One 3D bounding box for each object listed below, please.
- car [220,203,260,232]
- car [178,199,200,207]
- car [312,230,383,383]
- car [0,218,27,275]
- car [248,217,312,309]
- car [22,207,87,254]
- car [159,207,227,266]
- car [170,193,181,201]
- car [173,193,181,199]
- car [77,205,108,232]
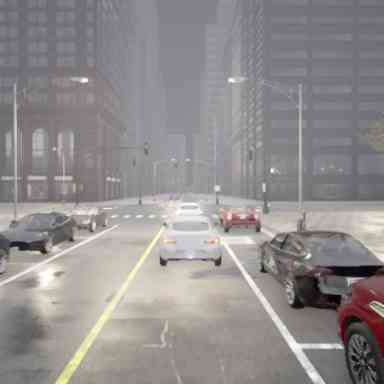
[{"bbox_3d":[2.578,1.306,18.841,1.967,1.590,4.097,0,0,-1],"label":"car"},{"bbox_3d":[-0.206,1.382,21.251,1.812,1.442,4.674,0,0,-1],"label":"car"},{"bbox_3d":[2.753,1.295,1.933,2.192,1.841,5.009,0,0,-1],"label":"car"},{"bbox_3d":[-5.829,1.527,7.480,1.947,1.339,4.313,0,0,-1],"label":"car"},{"bbox_3d":[2.696,1.507,7.571,1.947,1.339,4.313,0,0,-1],"label":"car"},{"bbox_3d":[-5.887,1.489,13.116,1.947,1.339,4.313,0,0,-1],"label":"car"},{"bbox_3d":[-0.046,1.449,11.129,1.812,1.442,4.674,0,0,0],"label":"car"},{"bbox_3d":[-3.765,1.080,72.021,1.812,1.442,4.674,0,0,-1],"label":"car"},{"bbox_3d":[-3.991,0.971,87.607,1.837,1.490,4.892,0,0,-1],"label":"car"},{"bbox_3d":[-5.946,1.437,18.752,2.008,1.369,4.403,0,0,-1],"label":"car"}]
